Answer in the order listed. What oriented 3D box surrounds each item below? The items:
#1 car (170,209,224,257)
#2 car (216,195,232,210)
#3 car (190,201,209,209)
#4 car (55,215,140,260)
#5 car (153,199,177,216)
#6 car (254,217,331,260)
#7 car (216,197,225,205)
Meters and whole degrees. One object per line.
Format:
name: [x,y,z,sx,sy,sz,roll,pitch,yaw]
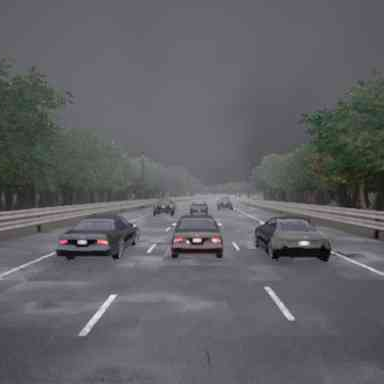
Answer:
car: [0.200,1.595,13.077,2.033,1.411,5.357,0,0,1]
car: [4.753,1.655,48.806,2.097,1.767,4.553,0,-1,3]
car: [0.799,1.682,36.105,2.128,1.511,4.902,0,0,2]
car: [-3.306,1.591,12.649,2.033,1.411,5.357,0,0,1]
car: [-2.740,1.530,35.020,2.097,1.767,4.553,0,-1,2]
car: [3.600,1.615,12.596,1.994,1.385,4.181,0,0,1]
car: [6.229,1.986,72.632,1.882,1.535,5.008,0,0,4]
